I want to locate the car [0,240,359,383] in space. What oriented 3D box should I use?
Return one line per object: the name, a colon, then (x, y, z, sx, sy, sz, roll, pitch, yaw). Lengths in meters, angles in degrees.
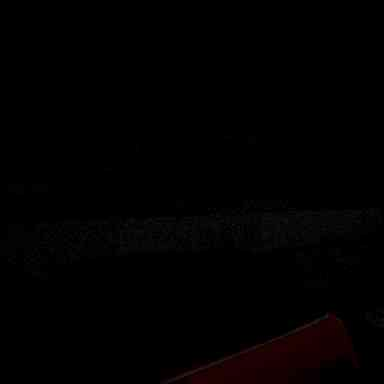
car: (-0.744, 1.359, 2.534, 4.553, 1.767, 2.097, 1, 0, -35)
